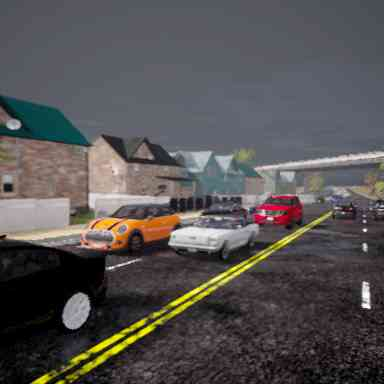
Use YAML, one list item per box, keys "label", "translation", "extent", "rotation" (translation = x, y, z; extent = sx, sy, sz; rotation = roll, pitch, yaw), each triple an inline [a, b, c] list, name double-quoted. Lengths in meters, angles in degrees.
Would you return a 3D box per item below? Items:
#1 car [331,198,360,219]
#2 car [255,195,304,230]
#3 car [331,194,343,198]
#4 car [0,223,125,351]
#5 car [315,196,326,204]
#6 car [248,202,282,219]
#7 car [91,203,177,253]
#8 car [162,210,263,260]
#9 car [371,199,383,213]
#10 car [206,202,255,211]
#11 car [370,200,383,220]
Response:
- label: "car"
  translation: [13.903, 1.604, 30.216]
  extent: [2.128, 1.511, 4.902]
  rotation: [1, 0, 28]
- label: "car"
  translation: [5.917, 1.239, 22.024]
  extent: [2.150, 2.045, 5.566]
  rotation: [1, 0, 28]
- label: "car"
  translation: [29.762, 1.480, 67.894]
  extent: [2.150, 2.045, 5.566]
  rotation: [1, 0, 27]
- label: "car"
  translation: [-3.280, 1.415, 4.367]
  extent: [1.882, 1.535, 5.008]
  rotation: [1, 0, 28]
- label: "car"
  translation: [26.887, 1.711, 69.417]
  extent: [1.837, 1.490, 4.892]
  rotation: [1, 0, 27]
- label: "car"
  translation: [6.864, 1.611, 30.921]
  extent: [1.895, 1.301, 4.718]
  rotation: [1, 0, 28]
- label: "car"
  translation: [-2.228, 1.278, 13.457]
  extent: [2.097, 1.767, 4.553]
  rotation: [1, 0, 28]
- label: "car"
  translation: [1.033, 1.575, 12.683]
  extent: [1.895, 1.301, 4.718]
  rotation: [1, 0, 27]
- label: "car"
  translation: [23.480, 1.734, 41.555]
  extent: [1.837, 1.490, 4.892]
  rotation: [1, 0, 28]
- label: "car"
  translation: [2.173, 1.457, 21.918]
  extent: [2.128, 1.511, 4.902]
  rotation: [1, 0, 28]
- label: "car"
  translation: [16.799, 1.647, 28.749]
  extent: [2.128, 1.511, 4.902]
  rotation: [1, 0, 28]
